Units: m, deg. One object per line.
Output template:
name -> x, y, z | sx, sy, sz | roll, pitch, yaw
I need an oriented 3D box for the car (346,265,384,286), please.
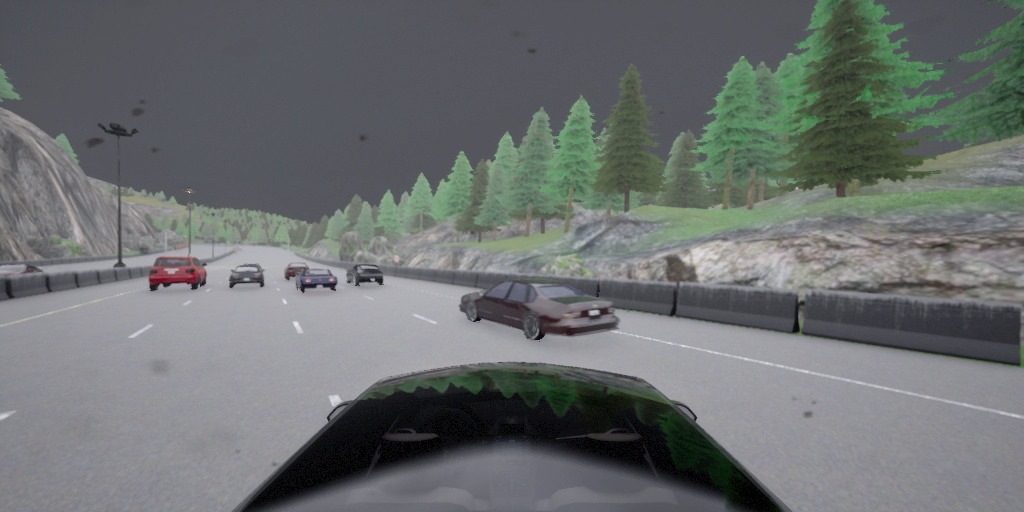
car -> -10.920, 1.368, 26.486 | 1.837, 1.490, 4.892 | 0, 0, -35

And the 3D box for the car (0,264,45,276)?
car -> -36.580, 1.341, 26.389 | 1.812, 1.442, 4.674 | 0, -1, -35

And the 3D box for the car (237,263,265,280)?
car -> -25.199, 1.427, 34.721 | 2.033, 1.411, 5.357 | 0, 0, -35

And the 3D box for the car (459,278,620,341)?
car -> 0.437, 1.344, 10.194 | 2.033, 1.411, 5.357 | 0, 0, -35

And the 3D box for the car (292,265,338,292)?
car -> -12.193, 1.438, 22.192 | 1.895, 1.301, 4.718 | 0, 0, -35

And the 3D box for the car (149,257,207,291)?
car -> -21.318, 1.049, 23.049 | 2.150, 2.045, 5.566 | 0, 0, -35

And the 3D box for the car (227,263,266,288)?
car -> -18.304, 1.367, 24.841 | 1.812, 1.442, 4.674 | 0, -1, -35

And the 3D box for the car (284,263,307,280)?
car -> -20.016, 1.361, 33.408 | 1.882, 1.535, 5.008 | 0, 0, -35
